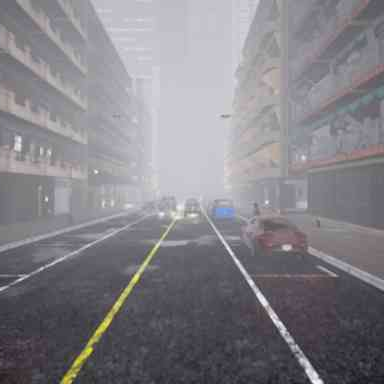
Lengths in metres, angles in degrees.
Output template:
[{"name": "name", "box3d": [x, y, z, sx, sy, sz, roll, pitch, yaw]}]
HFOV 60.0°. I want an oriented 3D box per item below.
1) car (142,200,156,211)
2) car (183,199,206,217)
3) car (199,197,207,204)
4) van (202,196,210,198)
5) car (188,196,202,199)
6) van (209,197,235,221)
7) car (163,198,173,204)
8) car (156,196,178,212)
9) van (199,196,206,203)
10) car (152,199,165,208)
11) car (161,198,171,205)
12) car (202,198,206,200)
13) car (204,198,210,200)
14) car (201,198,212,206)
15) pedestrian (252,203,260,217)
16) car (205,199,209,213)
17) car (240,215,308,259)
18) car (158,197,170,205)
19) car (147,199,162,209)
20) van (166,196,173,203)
[{"name": "car", "box3d": [-5.700, 1.845, 45.651, 1.947, 1.339, 4.313, -1, 0, 0]}, {"name": "car", "box3d": [0.079, 1.757, 34.497, 2.033, 1.411, 5.357, 0, 0, 0]}, {"name": "car", "box3d": [2.680, 2.016, 79.404, 1.752, 1.417, 4.829, -1, 0, 0]}, {"name": "van", "box3d": [2.677, 1.689, 56.828, 1.690, 1.788, 3.998, -1, 0, 0]}, {"name": "car", "box3d": [0.016, 1.636, 46.539, 2.097, 1.767, 4.553, 0, 0, 0]}, {"name": "van", "box3d": [2.677, 1.516, 28.818, 1.690, 1.788, 3.998, -1, 0, 0]}, {"name": "car", "box3d": [-5.700, 2.040, 79.263, 2.008, 1.369, 4.403, -1, 0, 0]}, {"name": "car", "box3d": [-3.091, 1.489, 43.970, 2.150, 2.045, 5.566, 0, 0, 0]}, {"name": "van", "box3d": [2.677, 1.866, 84.837, 1.690, 1.788, 3.998, -1, 0, 0]}, {"name": "car", "box3d": [-5.700, 1.930, 56.855, 1.802, 1.307, 4.206, -1, 0, 0]}, {"name": "car", "box3d": [-5.700, 2.020, 73.660, 1.947, 1.339, 4.313, -1, 0, 0]}, {"name": "car", "box3d": [2.680, 1.845, 45.622, 1.947, 1.339, 4.313, -1, 0, 0]}, {"name": "car", "box3d": [2.680, 1.789, 40.021, 1.887, 1.381, 4.507, -1, 0, 0]}, {"name": "car", "box3d": [2.680, 1.934, 62.429, 2.008, 1.369, 4.403, -1, 0, 0]}, {"name": "pedestrian", "box3d": [3.000, 1.389, 15.648, 0.375, 1.860, 0.375, -1, 0, -3]}, {"name": "car", "box3d": [2.681, 1.760, 34.419, 2.008, 1.369, 4.403, -1, 0, 0]}, {"name": "car", "box3d": [3.000, 1.605, 12.821, 1.812, 1.442, 4.674, 0, 0, 0]}, {"name": "car", "box3d": [-5.702, 1.859, 68.060, 1.967, 1.590, 4.097, -1, 0, 0]}, {"name": "car", "box3d": [-5.700, 1.858, 51.253, 1.887, 1.381, 4.507, -1, 0, 0]}, {"name": "van", "box3d": [-5.703, 1.867, 84.865, 1.690, 1.788, 3.998, -1, 0, 0]}]
